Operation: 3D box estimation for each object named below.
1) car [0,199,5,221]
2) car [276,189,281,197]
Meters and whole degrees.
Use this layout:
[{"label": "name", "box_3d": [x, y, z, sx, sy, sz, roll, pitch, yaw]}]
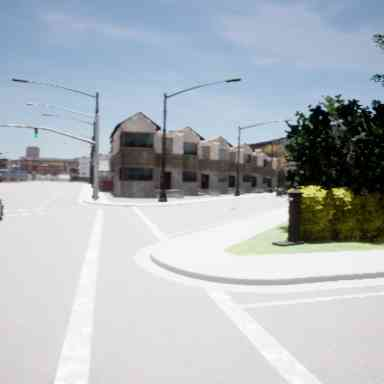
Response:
[{"label": "car", "box_3d": [-9.850, 0.721, 14.902, 2.128, 1.511, 4.902, 1, 2, -17]}, {"label": "car", "box_3d": [15.566, 0.065, 56.224, 1.837, 1.490, 4.892, 2, 2, 28]}]
